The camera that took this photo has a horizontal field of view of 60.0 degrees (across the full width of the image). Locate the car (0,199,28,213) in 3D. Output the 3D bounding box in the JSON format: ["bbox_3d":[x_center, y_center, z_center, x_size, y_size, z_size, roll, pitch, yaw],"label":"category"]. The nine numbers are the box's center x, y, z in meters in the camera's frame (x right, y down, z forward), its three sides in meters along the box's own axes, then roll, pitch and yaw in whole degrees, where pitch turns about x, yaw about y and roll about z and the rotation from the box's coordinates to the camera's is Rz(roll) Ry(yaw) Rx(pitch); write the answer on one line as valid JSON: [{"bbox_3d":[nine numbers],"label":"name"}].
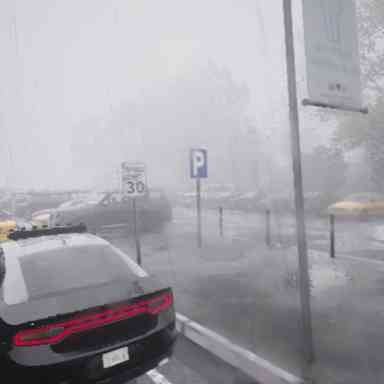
[{"bbox_3d":[-8.209,1.295,13.353,1.801,1.575,5.366,-3,2,-36],"label":"car"}]

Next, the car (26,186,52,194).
[{"bbox_3d":[-39.570,-0.519,86.114,5.566,2.045,2.435,-3,2,-36],"label":"car"}]

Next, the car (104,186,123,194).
[{"bbox_3d":[-8.278,0.212,43.507,5.566,2.045,2.435,-3,2,-36],"label":"car"}]

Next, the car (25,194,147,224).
[{"bbox_3d":[-5.295,1.143,17.108,5.366,1.575,1.946,-3,2,-36],"label":"car"}]

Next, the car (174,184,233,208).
[{"bbox_3d":[1.579,0.354,30.079,5.566,2.045,2.435,-3,2,-36],"label":"car"}]

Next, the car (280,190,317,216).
[{"bbox_3d":[8.203,0.700,21.171,4.792,1.488,2.163,-3,2,-36],"label":"car"}]

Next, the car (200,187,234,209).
[{"bbox_3d":[3.256,0.621,27.868,5.008,1.535,2.097,-3,2,-36],"label":"car"}]

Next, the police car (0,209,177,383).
[{"bbox_3d":[-2.249,1.330,5.208,1.930,1.638,5.238,-3,2,-36],"label":"police car"}]

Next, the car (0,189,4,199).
[{"bbox_3d":[-36.701,0.418,60.132,4.553,1.767,2.185,-3,2,-36],"label":"car"}]

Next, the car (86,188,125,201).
[{"bbox_3d":[-13.028,0.341,50.354,5.366,1.575,1.946,-3,2,-36],"label":"car"}]

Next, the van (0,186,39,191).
[{"bbox_3d":[-19.993,0.702,37.625,4.442,1.987,1.878,-3,2,-36],"label":"van"}]

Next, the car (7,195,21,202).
[{"bbox_3d":[-10.126,1.088,23.994,5.008,1.535,2.097,-3,2,-36],"label":"car"}]

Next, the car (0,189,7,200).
[{"bbox_3d":[-35.042,0.457,57.872,4.553,1.767,2.185,-3,2,-36],"label":"car"}]

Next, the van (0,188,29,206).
[{"bbox_3d":[-23.310,0.625,42.142,4.442,1.987,1.878,-3,2,-36],"label":"van"}]

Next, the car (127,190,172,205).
[{"bbox_3d":[-4.982,0.555,39.036,4.792,1.488,2.163,-3,2,-36],"label":"car"}]

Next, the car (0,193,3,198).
[{"bbox_3d":[-15.075,1.054,30.796,4.792,1.488,2.163,-3,2,-36],"label":"car"}]

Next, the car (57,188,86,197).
[{"bbox_3d":[-23.031,0.120,63.670,4.892,1.521,2.231,-3,2,-36],"label":"car"}]

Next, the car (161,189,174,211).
[{"bbox_3d":[-0.037,0.589,32.336,4.892,1.521,2.231,-3,2,-36],"label":"car"}]

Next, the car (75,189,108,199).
[{"bbox_3d":[-16.486,0.304,54.702,4.792,1.488,2.163,-3,2,-36],"label":"car"}]

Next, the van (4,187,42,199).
[{"bbox_3d":[-11.883,0.849,26.185,4.442,1.987,1.878,-3,2,-36],"label":"van"}]

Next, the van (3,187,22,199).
[{"bbox_3d":[-13.353,0.818,28.581,4.442,1.987,1.878,-3,2,-36],"label":"van"}]

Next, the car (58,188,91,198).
[{"bbox_3d":[-21.542,0.162,61.319,5.366,1.575,1.946,-3,2,-36],"label":"car"}]

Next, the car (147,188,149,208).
[{"bbox_3d":[-3.171,0.536,36.927,5.366,1.575,1.946,-3,2,-36],"label":"car"}]

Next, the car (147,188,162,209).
[{"bbox_3d":[-1.680,0.568,34.576,5.008,1.535,2.097,-3,2,-36],"label":"car"}]

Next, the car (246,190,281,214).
[{"bbox_3d":[6.542,0.655,23.394,4.892,1.521,2.231,-3,2,-36],"label":"car"}]

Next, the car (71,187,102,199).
[{"bbox_3d":[-18.085,0.108,56.970,4.553,1.767,2.185,-3,2,-36],"label":"car"}]

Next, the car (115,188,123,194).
[{"bbox_3d":[-6.583,0.522,41.313,4.792,1.488,2.163,-3,2,-36],"label":"car"}]

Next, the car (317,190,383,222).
[{"bbox_3d":[9.671,0.692,18.806,5.366,1.575,1.946,-3,2,-36],"label":"car"}]

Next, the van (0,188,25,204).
[{"bbox_3d":[-24.970,0.586,44.401,4.442,1.987,1.878,-3,2,-36],"label":"van"}]

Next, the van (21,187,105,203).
[{"bbox_3d":[-8.375,0.875,21.800,4.442,1.987,1.878,-3,2,-36],"label":"van"}]

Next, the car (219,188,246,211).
[{"bbox_3d":[4.899,0.637,25.631,5.008,1.535,2.097,-3,2,-36],"label":"car"}]

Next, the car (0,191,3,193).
[{"bbox_3d":[-18.415,0.966,35.304,4.892,1.521,2.231,-3,2,-36],"label":"car"}]
